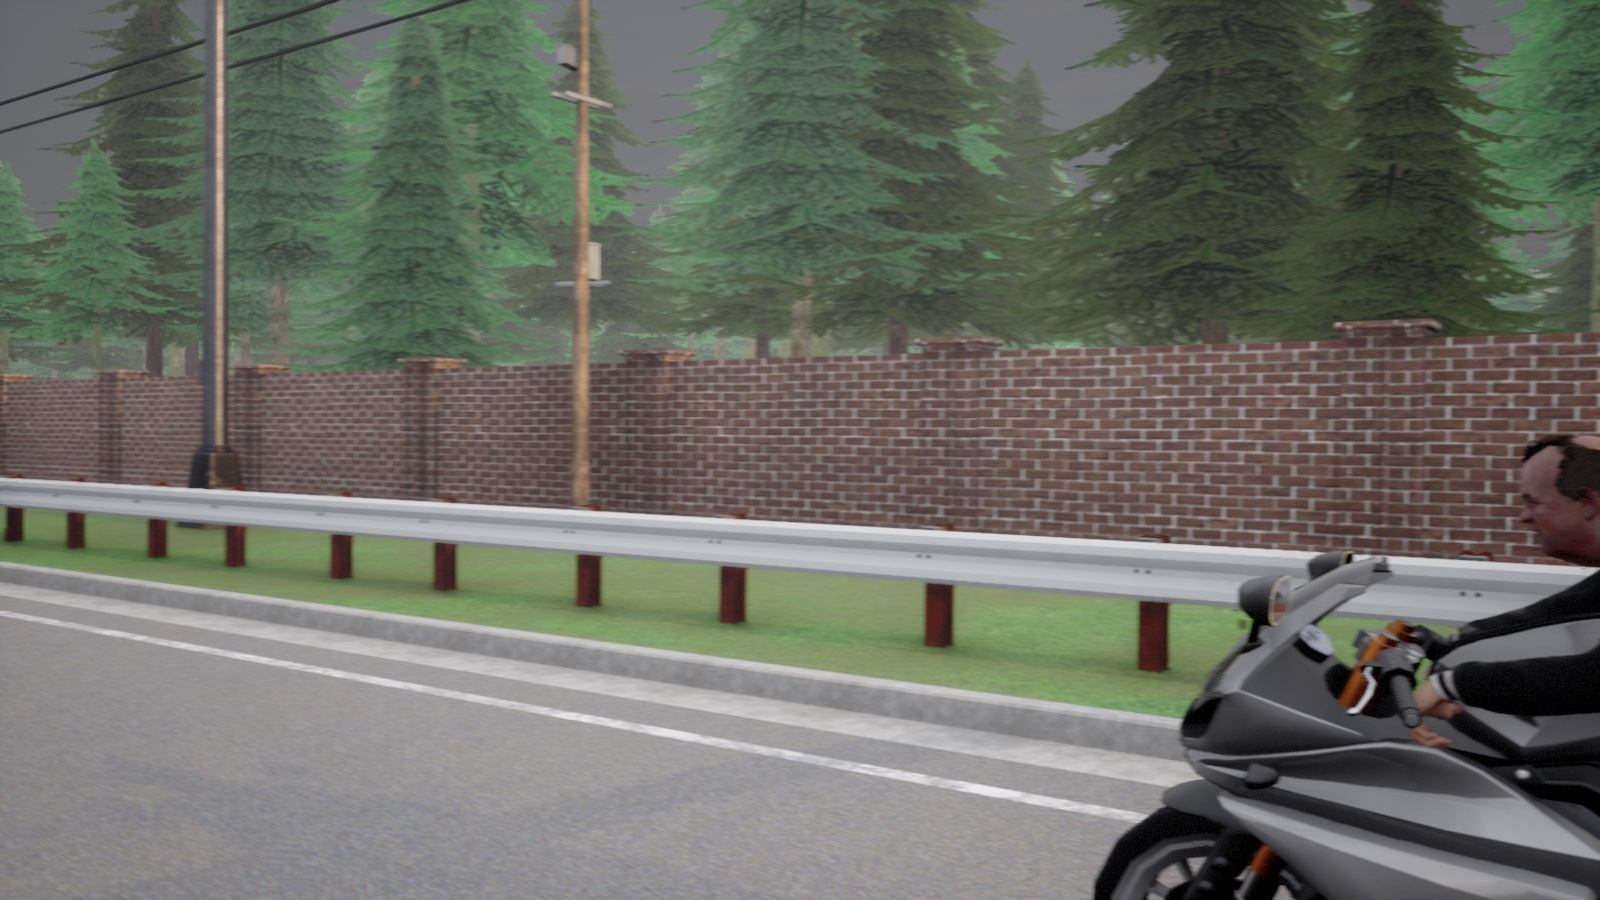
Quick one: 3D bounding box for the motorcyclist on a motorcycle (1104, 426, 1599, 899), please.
[{"bbox_3d":[1.802,0.717,2.427,2.191,1.530,0.866,0,1,34],"label":"motorcyclist on a motorcycle"}]
